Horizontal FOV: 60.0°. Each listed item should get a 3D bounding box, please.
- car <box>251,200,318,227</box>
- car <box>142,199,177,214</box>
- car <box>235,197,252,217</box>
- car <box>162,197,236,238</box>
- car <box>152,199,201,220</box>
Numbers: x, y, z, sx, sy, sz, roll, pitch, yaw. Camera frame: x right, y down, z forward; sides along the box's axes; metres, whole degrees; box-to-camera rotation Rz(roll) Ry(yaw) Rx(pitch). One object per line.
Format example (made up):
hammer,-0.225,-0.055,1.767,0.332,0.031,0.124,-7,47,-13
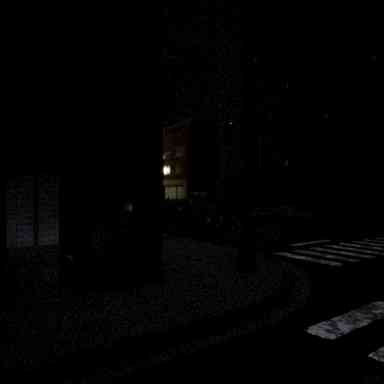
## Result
car,6.162,1.529,22.694,1.752,1.417,4.829,0,0,-35
car,-3.611,1.529,36.441,1.887,1.381,4.507,0,0,-35
car,2.971,1.312,27.184,2.192,1.841,5.009,0,0,-35
car,-0.284,1.284,17.912,2.192,1.841,5.009,0,0,-35
car,-1.462,1.460,29.035,1.882,1.535,5.008,0,0,-35
